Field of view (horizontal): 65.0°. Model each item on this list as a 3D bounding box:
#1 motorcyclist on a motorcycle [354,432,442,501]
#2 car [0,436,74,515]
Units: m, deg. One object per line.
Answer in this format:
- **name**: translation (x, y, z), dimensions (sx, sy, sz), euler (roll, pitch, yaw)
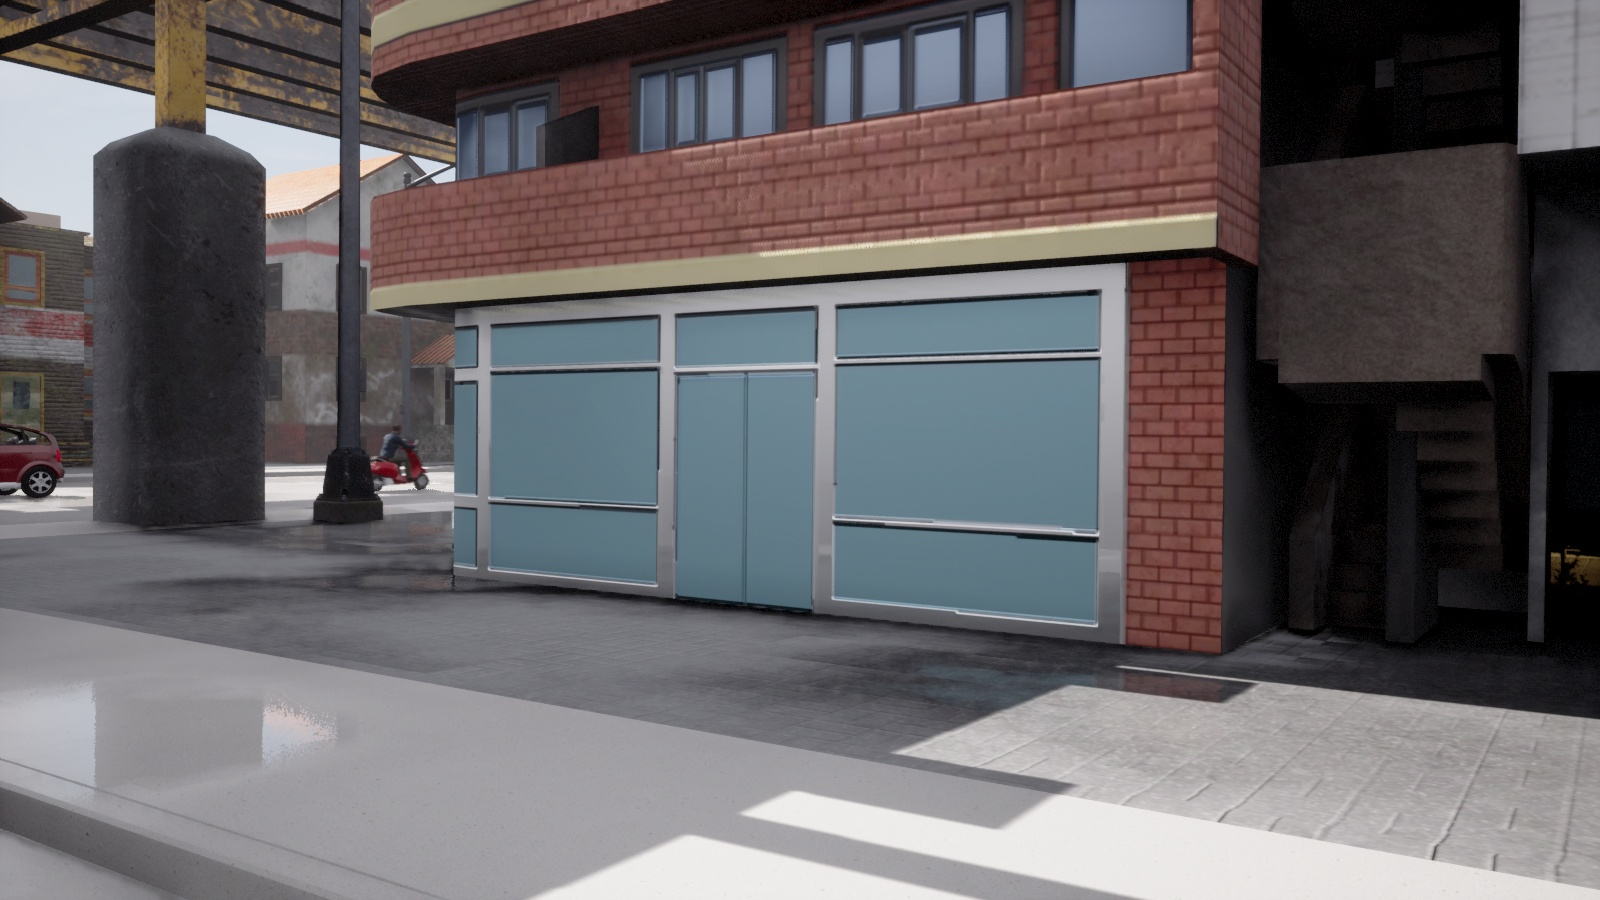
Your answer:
- **motorcyclist on a motorcycle**: translation (-9.497, 0.365, 29.738), dimensions (0.866, 1.590, 1.817), euler (0, 1, 33)
- **car**: translation (-16.831, 0.521, 24.977), dimensions (1.789, 1.549, 3.705), euler (0, 1, 33)
